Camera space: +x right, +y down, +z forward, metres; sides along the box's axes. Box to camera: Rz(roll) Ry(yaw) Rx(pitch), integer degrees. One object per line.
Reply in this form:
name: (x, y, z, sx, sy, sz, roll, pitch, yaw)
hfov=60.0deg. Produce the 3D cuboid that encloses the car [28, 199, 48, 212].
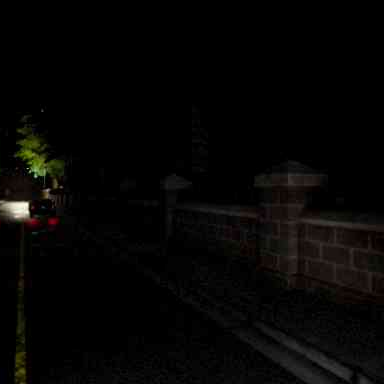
car: (-18.567, 1.593, 39.950, 1.994, 1.385, 4.181, 0, 0, -27)

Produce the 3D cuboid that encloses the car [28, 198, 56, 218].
car: (-13.954, 1.373, 30.885, 2.097, 1.767, 4.553, 0, 0, -27)
